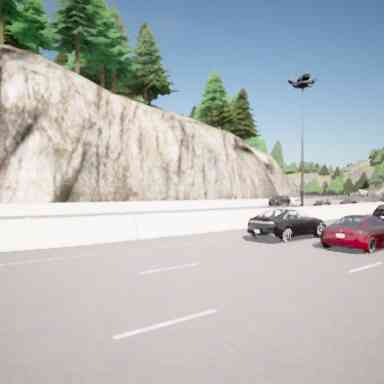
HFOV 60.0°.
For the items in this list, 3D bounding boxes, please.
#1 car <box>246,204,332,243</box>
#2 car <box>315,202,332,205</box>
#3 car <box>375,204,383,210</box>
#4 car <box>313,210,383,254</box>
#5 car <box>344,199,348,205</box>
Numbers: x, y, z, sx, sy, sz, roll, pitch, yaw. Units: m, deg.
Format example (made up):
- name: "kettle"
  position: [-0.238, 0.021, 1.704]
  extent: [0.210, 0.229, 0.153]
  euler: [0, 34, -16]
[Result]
- name: "car"
  position: [4.809, 1.583, 16.587]
  extent: [4.902, 1.511, 2.128]
  euler: [0, 0, -40]
- name: "car"
  position: [21.359, 1.878, 54.088]
  extent: [1.994, 1.385, 4.181]
  euler: [0, 0, 38]
- name: "car"
  position: [16.229, 1.682, 26.998]
  extent: [4.892, 1.490, 1.837]
  euler: [0, 0, -45]
- name: "car"
  position: [7.239, 1.652, 14.058]
  extent: [4.181, 1.385, 1.994]
  euler: [0, 0, -40]
- name: "car"
  position: [25.083, 1.801, 53.142]
  extent: [1.882, 1.535, 5.008]
  euler: [0, 0, 38]
